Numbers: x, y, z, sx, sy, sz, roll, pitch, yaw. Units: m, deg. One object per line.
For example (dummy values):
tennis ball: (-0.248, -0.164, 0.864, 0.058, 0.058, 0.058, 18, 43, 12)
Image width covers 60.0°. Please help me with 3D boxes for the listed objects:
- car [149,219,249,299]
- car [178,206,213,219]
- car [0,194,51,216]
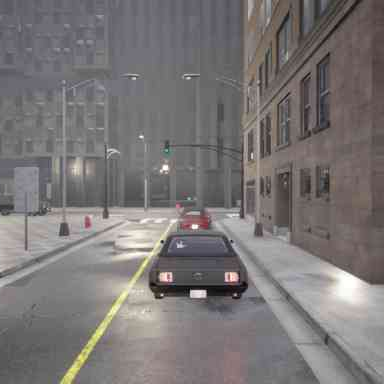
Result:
car: (0.121, 1.601, 8.382, 1.895, 1.301, 4.718, 0, 0, 0)
car: (0.183, 1.525, 18.659, 1.812, 1.442, 4.674, 0, 0, 1)
car: (-15.815, 1.199, 30.135, 5.566, 2.045, 2.150, 0, 0, 0)
